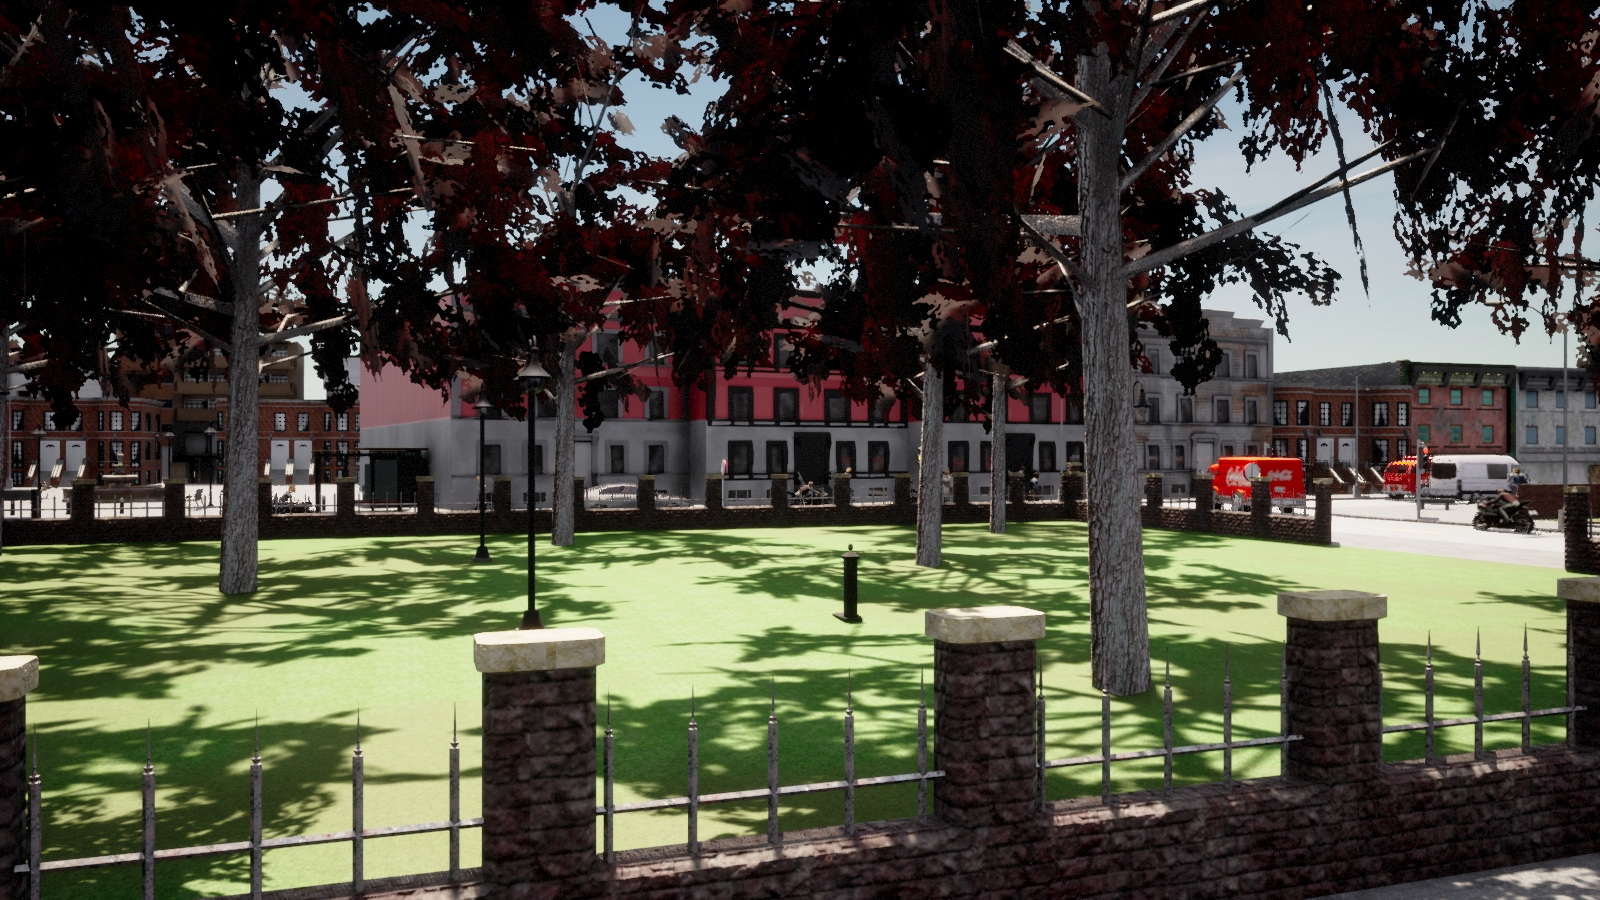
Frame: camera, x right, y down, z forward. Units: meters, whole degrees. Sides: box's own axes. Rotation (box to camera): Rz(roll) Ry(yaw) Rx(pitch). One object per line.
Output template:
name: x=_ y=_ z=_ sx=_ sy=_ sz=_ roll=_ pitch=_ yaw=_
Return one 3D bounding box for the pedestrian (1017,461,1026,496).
pedestrian: x=11.810 y=1.524 z=60.879 sx=0.375 sy=1.860 sz=0.375 roll=0 pitch=0 yaw=-11

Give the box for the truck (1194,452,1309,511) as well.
truck: x=20.211 y=1.350 z=51.428 sx=2.627 sy=2.467 sz=5.204 roll=0 pitch=0 yaw=-7

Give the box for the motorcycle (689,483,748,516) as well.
motorcycle: x=-3.290 y=1.985 z=45.918 sx=2.209 sy=1.251 sz=0.867 roll=0 pitch=0 yaw=-21

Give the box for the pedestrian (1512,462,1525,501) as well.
pedestrian: x=34.407 y=1.517 z=54.684 sx=0.375 sy=1.860 sz=0.375 roll=0 pitch=0 yaw=-20

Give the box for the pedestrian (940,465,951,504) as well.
pedestrian: x=6.967 y=1.629 z=54.793 sx=0.375 sy=1.860 sz=0.375 roll=0 pitch=0 yaw=-18

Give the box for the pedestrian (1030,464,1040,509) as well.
pedestrian: x=9.838 y=1.526 z=47.843 sx=0.375 sy=1.860 sz=0.375 roll=0 pitch=0 yaw=16

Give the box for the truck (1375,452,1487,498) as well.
truck: x=35.004 y=1.348 z=63.458 sx=5.204 sy=2.467 sz=2.627 roll=0 pitch=0 yaw=-19

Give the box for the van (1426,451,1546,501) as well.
van: x=35.908 y=1.314 z=59.787 sx=5.915 sy=2.561 sz=1.988 roll=0 pitch=0 yaw=-18

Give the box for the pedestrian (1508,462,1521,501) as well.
pedestrian: x=34.584 y=1.515 z=55.312 sx=0.375 sy=1.860 sz=0.375 roll=0 pitch=0 yaw=-6

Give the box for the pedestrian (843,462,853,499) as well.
pedestrian: x=2.436 y=1.523 z=57.788 sx=0.375 sy=1.860 sz=0.375 roll=0 pitch=0 yaw=-24

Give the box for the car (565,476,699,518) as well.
car: x=-6.644 y=1.827 z=45.029 sx=4.902 sy=1.511 sz=2.128 roll=0 pitch=0 yaw=-19

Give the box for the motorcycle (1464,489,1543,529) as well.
motorcycle: x=23.829 y=1.985 z=38.745 sx=0.867 sy=1.251 sz=2.209 roll=0 pitch=0 yaw=-20

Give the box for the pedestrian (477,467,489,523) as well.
pedestrian: x=-10.696 y=1.523 z=38.574 sx=0.375 sy=1.860 sz=0.375 roll=0 pitch=0 yaw=-19
